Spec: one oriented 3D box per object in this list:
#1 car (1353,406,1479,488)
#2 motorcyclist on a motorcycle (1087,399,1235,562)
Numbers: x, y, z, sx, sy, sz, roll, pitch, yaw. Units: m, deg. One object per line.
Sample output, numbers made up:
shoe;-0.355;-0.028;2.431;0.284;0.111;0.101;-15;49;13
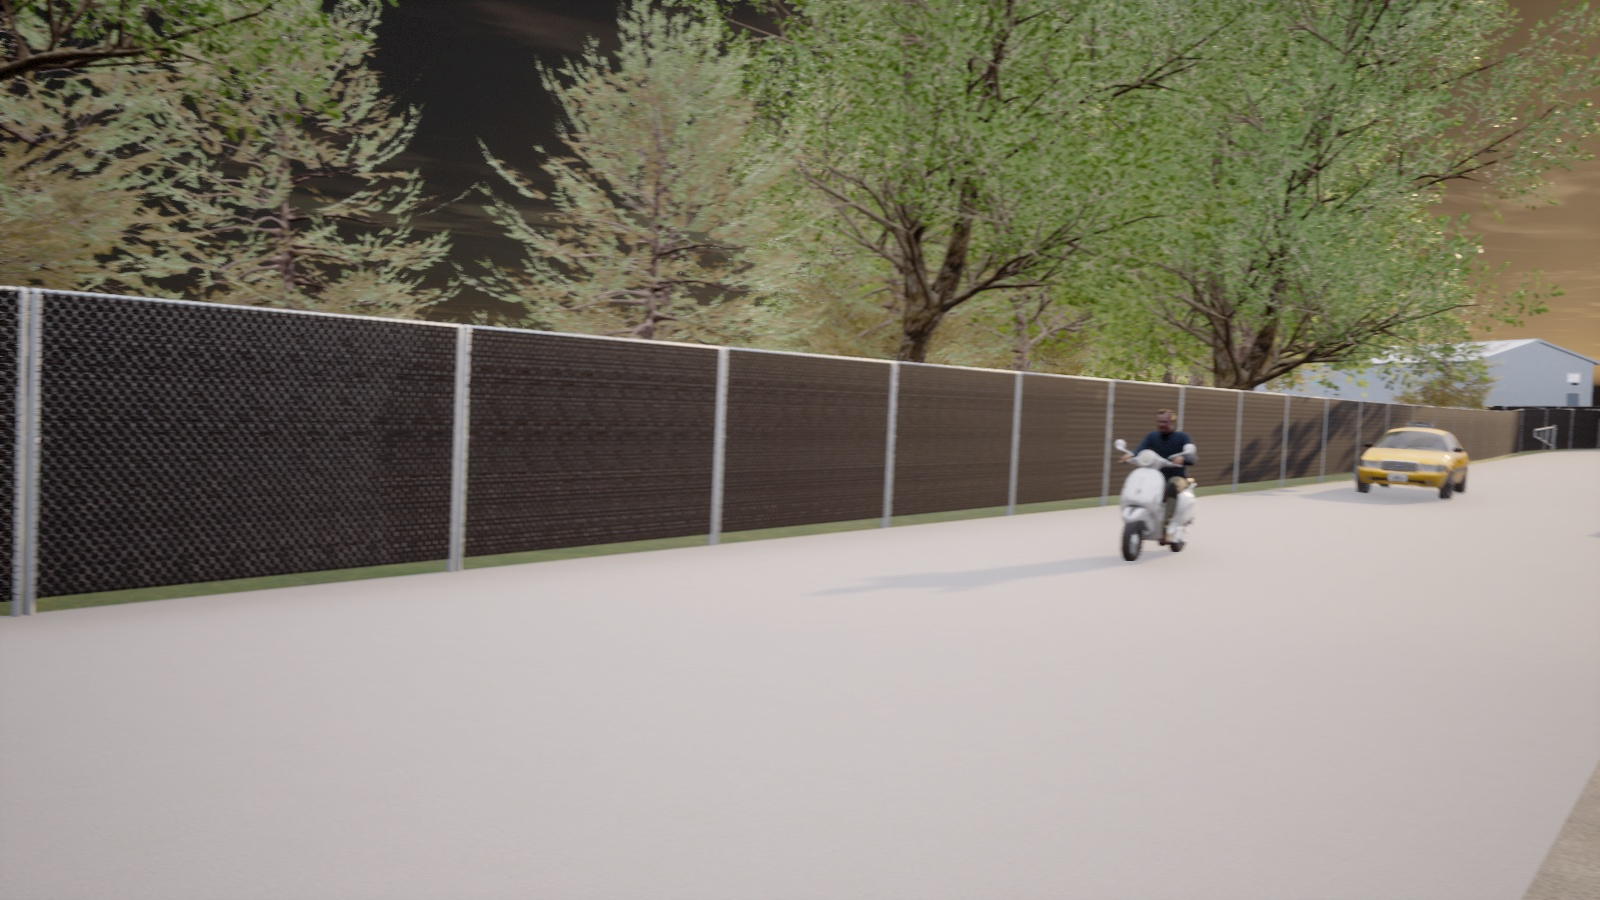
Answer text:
car;13.663;-0.149;27.676;1.801;1.575;5.366;3;4;33
motorcyclist on a motorcycle;3.882;0.274;13.406;0.866;1.590;1.817;4;3;37
